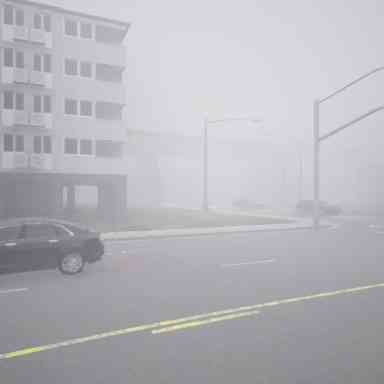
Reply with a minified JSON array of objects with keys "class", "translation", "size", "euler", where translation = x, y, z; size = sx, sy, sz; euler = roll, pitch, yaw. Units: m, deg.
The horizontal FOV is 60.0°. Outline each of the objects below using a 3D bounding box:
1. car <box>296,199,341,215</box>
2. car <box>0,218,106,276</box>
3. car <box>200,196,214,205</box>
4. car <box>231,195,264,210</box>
[{"class":"car","translation":[12.627,1.505,33.521],"size":[1.837,1.490,4.892],"euler":[0,0,-25]},{"class":"car","translation":[-4.858,1.505,9.001],"size":[4.892,1.490,1.837],"euler":[0,0,-30]},{"class":"car","translation":[2.607,1.490,57.657],"size":[2.128,1.511,4.902],"euler":[0,0,-7]},{"class":"car","translation":[7.345,1.548,44.492],"size":[2.033,1.411,5.357],"euler":[0,0,-26]}]
